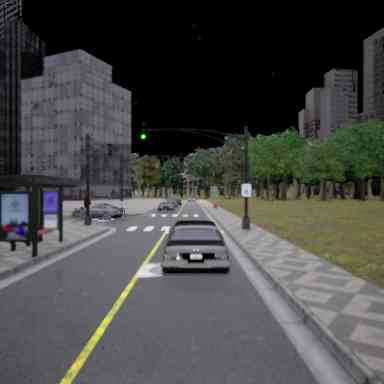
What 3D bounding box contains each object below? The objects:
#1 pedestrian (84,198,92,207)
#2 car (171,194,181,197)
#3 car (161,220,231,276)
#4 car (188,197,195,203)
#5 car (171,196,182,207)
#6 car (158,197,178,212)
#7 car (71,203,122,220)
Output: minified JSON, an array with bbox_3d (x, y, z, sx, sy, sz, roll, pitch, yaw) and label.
[{"bbox_3d":[-10.089,1.220,32.064,0.375,1.860,0.375,0,0,1],"label":"pedestrian"},{"bbox_3d":[-3.051,1.464,62.280,2.150,2.045,5.566,0,0,0],"label":"car"},{"bbox_3d":[0.095,1.597,10.439,2.033,1.411,5.357,0,0,0],"label":"car"},{"bbox_3d":[-0.109,1.894,81.186,1.895,1.301,4.718,0,0,0],"label":"car"},{"bbox_3d":[-3.092,1.771,51.572,1.994,1.385,4.181,0,0,0],"label":"car"},{"bbox_3d":[-3.105,1.735,41.657,1.994,1.385,4.181,0,0,0],"label":"car"},{"bbox_3d":[-8.215,1.666,28.730,4.181,1.385,1.994,1,0,13],"label":"car"}]
